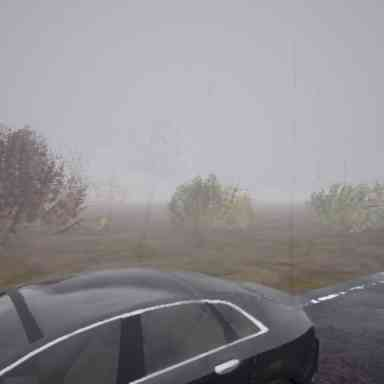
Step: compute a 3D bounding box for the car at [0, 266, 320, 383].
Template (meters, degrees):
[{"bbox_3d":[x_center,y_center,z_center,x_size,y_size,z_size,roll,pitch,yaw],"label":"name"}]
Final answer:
[{"bbox_3d":[-0.992,1.502,2.616,4.892,1.490,1.837,0,0,-35],"label":"car"}]
